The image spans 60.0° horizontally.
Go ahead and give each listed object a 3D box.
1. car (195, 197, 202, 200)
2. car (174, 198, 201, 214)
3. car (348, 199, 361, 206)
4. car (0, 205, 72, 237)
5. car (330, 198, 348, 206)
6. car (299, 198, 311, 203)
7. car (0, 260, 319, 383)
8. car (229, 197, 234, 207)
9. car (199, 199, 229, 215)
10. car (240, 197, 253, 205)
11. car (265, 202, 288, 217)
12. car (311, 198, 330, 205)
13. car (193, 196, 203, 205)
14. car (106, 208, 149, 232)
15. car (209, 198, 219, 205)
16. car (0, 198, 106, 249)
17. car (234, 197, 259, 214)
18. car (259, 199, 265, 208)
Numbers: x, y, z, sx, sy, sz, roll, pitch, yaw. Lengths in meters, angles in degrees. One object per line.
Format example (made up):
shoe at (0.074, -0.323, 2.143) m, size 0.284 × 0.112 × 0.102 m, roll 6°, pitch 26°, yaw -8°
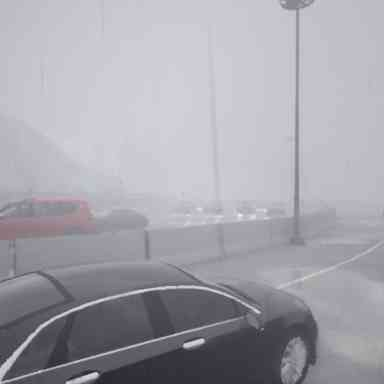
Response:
car at (1.046, 1.901, 57.808) m, size 2.128 × 1.511 × 4.902 m, roll 0°, pitch 0°, yaw 1°
car at (-0.703, 1.778, 39.228) m, size 1.837 × 1.490 × 4.892 m, roll 1°, pitch 0°, yaw 15°
car at (32.746, 2.057, 68.055) m, size 1.994 × 1.385 × 4.181 m, roll 0°, pitch 0°, yaw 1°
car at (-9.632, 1.572, 18.896) m, size 4.892 × 1.490 × 1.837 m, roll 1°, pitch 1°, yaw -42°
car at (29.247, 2.021, 68.097) m, size 2.033 × 1.411 × 5.357 m, roll 0°, pitch 0°, yaw 1°
car at (22.247, 1.960, 68.181) m, size 1.812 × 1.442 × 4.674 m, roll 0°, pitch 0°, yaw 1°
car at (-0.561, 1.526, 3.549) m, size 4.892 × 1.490 × 1.837 m, roll 1°, pitch 0°, yaw -38°
car at (8.080, 1.974, 59.524) m, size 1.837 × 1.490 × 4.892 m, roll 0°, pitch -1°, yaw 1°
car at (2.588, 1.812, 38.033) m, size 1.812 × 1.442 × 4.674 m, roll 1°, pitch 0°, yaw 16°
car at (11.794, 1.928, 72.105) m, size 2.097 × 1.767 × 4.553 m, roll 0°, pitch 0°, yaw 1°
car at (9.215, 1.793, 35.783) m, size 1.882 × 1.535 × 5.008 m, roll 1°, pitch 0°, yaw 16°
car at (25.747, 1.936, 68.140) m, size 1.882 × 1.535 × 5.008 m, roll 0°, pitch 0°, yaw 1°
car at (1.310, 1.834, 73.531) m, size 2.097 × 1.767 × 4.553 m, roll 0°, pitch 0°, yaw 1°
car at (-4.540, 1.628, 18.973) m, size 1.812 × 1.442 × 4.674 m, roll 0°, pitch 0°, yaw 43°
car at (4.791, 2.038, 71.960) m, size 1.812 × 1.442 × 4.674 m, roll 0°, pitch 0°, yaw 1°
car at (-6.382, 1.264, 12.419) m, size 5.566 × 2.045 × 2.150 m, roll 1°, pitch 0°, yaw -39°
car at (6.613, 1.677, 39.869) m, size 2.097 × 1.767 × 4.553 m, roll 0°, pitch 0°, yaw 12°
car at (11.530, 1.962, 56.520) m, size 2.128 × 1.511 × 4.902 m, roll 0°, pitch 0°, yaw 1°
